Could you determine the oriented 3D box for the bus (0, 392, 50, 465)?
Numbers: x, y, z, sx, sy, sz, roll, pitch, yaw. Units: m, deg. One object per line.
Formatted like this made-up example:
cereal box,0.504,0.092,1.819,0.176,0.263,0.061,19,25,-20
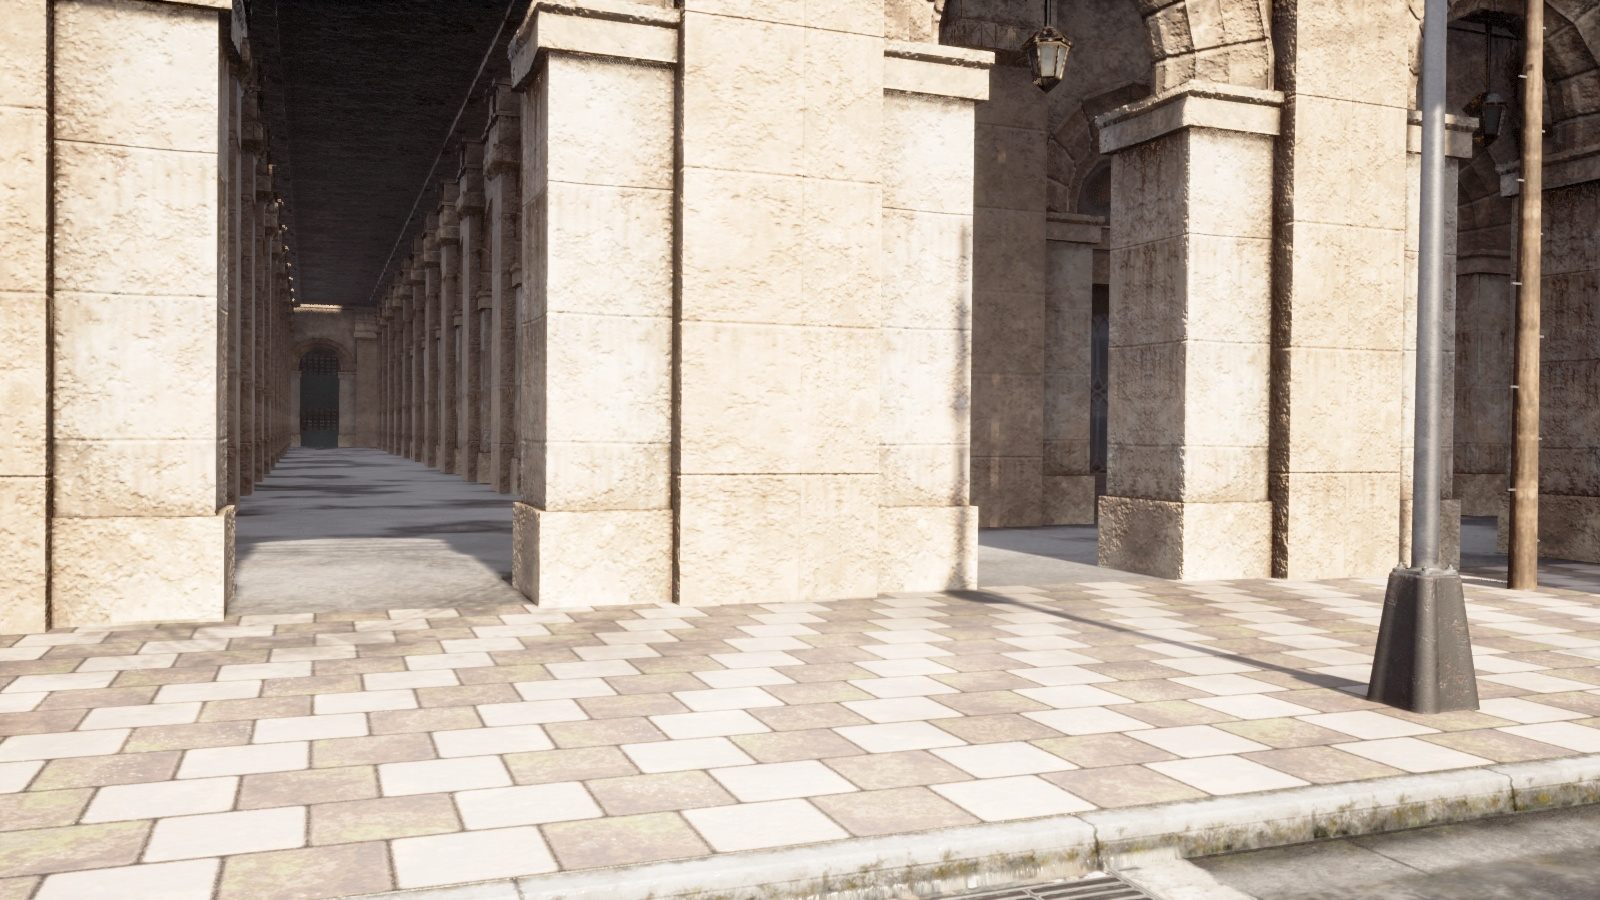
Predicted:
bus,-48.732,-1.250,73.632,3.944,4.253,10.273,-1,1,-5
